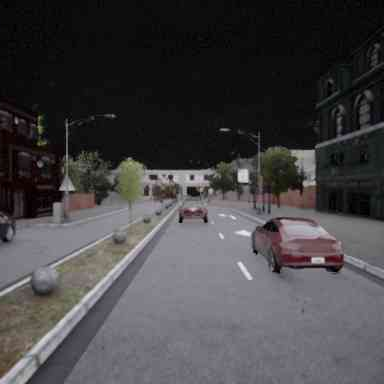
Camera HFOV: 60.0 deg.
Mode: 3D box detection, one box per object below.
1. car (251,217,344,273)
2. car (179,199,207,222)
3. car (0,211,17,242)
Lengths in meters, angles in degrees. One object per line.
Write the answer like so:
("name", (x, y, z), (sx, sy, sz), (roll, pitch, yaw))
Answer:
("car", (3.097, 1.512, 10.473), (1.812, 1.442, 4.674), (0, 0, 0))
("car", (0.091, 1.323, 26.235), (2.097, 1.767, 4.553), (0, 0, 0))
("car", (-9.000, 1.477, 13.452), (2.231, 1.521, 4.892), (0, 0, 0))
